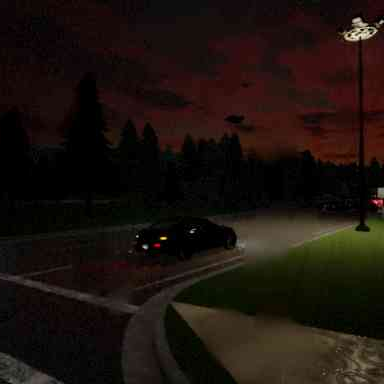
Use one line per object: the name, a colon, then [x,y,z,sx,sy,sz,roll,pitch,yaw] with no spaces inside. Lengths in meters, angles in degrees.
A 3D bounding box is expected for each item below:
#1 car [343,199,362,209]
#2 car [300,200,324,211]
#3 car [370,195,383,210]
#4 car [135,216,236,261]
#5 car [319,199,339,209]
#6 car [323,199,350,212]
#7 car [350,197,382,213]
car: [24.719,1.856,51.128,1.812,1.442,4.674,-1,-1,37]
car: [16.438,1.886,45.889,1.994,1.385,4.181,-1,-1,38]
car: [27.526,1.521,49.041,2.150,2.045,5.566,-1,-1,37]
car: [-0.107,1.637,12.815,1.812,1.442,4.674,-2,-1,39]
car: [21.929,1.887,53.240,1.812,1.442,4.674,-1,-1,37]
car: [19.226,1.855,43.773,1.994,1.385,4.181,-1,-1,38]
car: [21.474,1.749,40.958,2.128,1.511,4.902,-1,-1,38]
